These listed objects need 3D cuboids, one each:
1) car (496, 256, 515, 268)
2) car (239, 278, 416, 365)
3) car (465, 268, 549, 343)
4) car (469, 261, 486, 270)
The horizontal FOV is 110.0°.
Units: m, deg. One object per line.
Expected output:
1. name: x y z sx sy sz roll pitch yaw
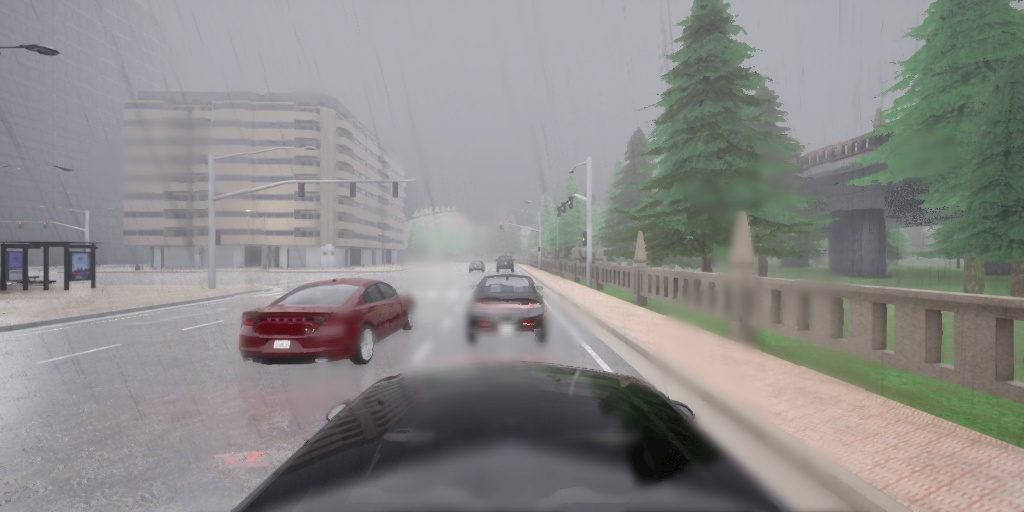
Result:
1. car: -0.867 0.972 45.321 2.150 2.045 5.566 0 0 -1
2. car: -3.596 1.228 8.069 1.882 1.535 5.008 0 0 0
3. car: -0.128 1.242 9.631 2.128 1.511 4.902 0 0 -1
4. car: -4.370 1.298 45.017 2.033 1.411 5.357 0 0 -1
